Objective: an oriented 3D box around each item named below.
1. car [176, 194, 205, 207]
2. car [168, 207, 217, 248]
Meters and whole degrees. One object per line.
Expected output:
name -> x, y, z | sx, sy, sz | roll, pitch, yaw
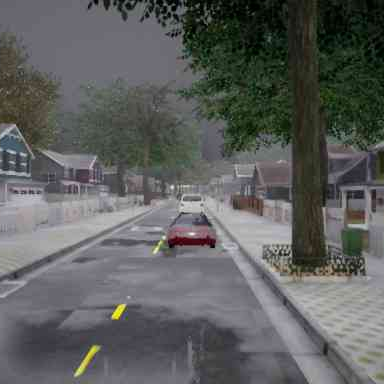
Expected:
car -> 0.000, 1.202, 29.677 | 2.150, 2.045, 5.566 | 0, 0, 0
car -> 0.000, 1.560, 14.648 | 1.994, 1.385, 4.181 | 0, 0, 0
